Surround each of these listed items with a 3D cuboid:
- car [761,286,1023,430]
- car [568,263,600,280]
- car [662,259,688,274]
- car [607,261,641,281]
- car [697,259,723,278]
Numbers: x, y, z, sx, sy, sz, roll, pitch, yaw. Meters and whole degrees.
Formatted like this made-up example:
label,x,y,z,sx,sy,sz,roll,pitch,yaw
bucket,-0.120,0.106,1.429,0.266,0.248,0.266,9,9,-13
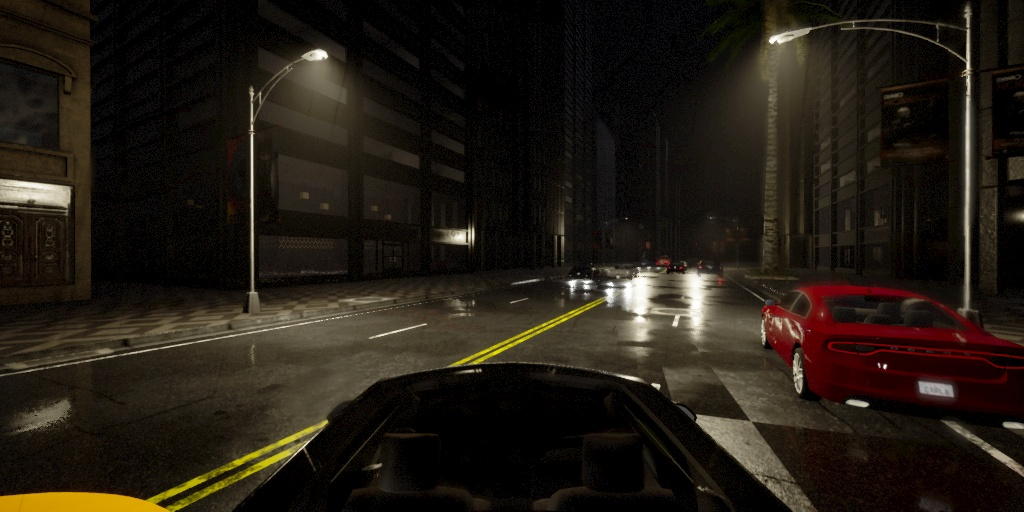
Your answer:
label,x,y,z,sx,sy,sz,roll,pitch,yaw
car,5.517,1.228,5.902,1.882,1.535,5.008,0,0,27
car,6.442,1.323,31.686,1.994,1.385,4.181,0,0,27
car,18.671,1.316,40.794,2.033,1.411,5.357,0,0,27
car,9.390,1.360,30.313,1.895,1.301,4.718,0,0,27
car,19.308,1.117,34.971,2.097,1.767,4.553,0,0,27
